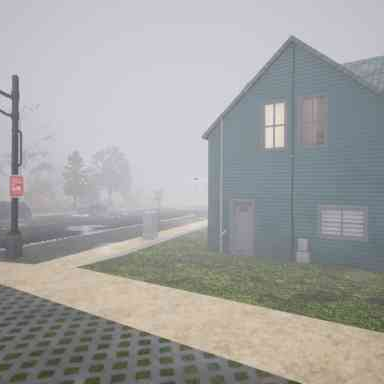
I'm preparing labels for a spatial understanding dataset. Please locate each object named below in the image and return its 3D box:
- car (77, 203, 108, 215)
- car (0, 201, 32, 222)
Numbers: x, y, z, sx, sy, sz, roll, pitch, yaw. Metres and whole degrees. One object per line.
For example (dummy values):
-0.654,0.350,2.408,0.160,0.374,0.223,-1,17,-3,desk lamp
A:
-11.878,1.964,39.998,1.994,1.385,4.181,1,0,19,car
-15.822,1.567,27.965,2.097,1.767,4.553,1,-1,17,car
